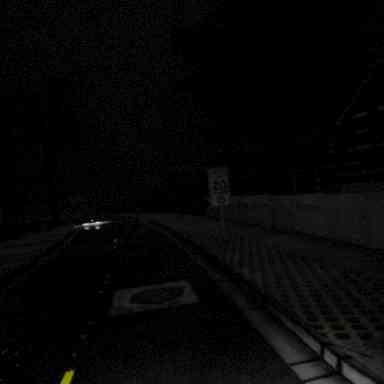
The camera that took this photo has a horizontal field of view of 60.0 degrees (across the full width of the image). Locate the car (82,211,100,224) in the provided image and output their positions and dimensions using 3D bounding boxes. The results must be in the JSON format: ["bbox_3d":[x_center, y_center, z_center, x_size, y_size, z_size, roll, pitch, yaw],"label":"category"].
[{"bbox_3d":[-12.845,3.141,42.046,2.033,1.411,5.357,-6,-1,-21],"label":"car"}]
